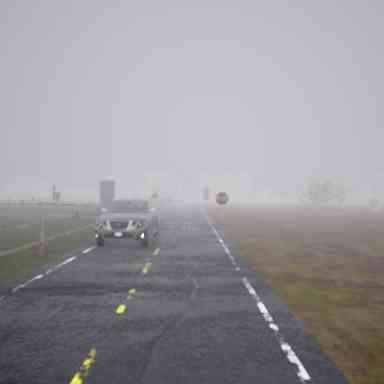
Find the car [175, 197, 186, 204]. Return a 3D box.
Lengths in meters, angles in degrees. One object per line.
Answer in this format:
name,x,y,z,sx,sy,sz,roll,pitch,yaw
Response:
car,-2.753,1.834,73.920,1.837,1.490,4.892,0,0,0

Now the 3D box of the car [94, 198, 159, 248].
car,-2.812,1.294,15.598,2.150,2.045,5.566,0,-1,1
